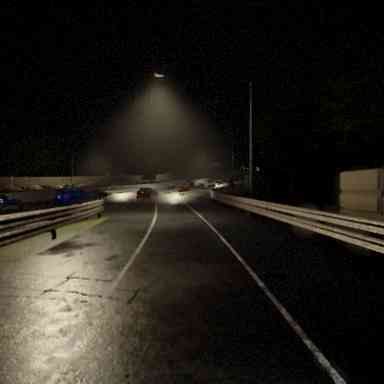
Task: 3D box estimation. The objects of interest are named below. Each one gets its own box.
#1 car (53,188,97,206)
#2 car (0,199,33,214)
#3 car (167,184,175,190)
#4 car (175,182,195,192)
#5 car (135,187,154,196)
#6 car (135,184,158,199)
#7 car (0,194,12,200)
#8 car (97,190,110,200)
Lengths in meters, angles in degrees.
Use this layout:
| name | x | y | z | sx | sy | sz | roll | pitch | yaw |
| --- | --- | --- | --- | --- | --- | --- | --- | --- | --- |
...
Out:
| name | x | y | z | sx | sy | sz | roll | pitch | yaw |
| --- | --- | --- | --- | --- | --- | --- | --- | --- | --- |
| car | -13.902 | 0.561 | 39.094 | 2.150 | 2.045 | 5.566 | 1 | 3 | 14 |
| car | -13.852 | 1.549 | 25.062 | 1.994 | 1.385 | 4.181 | 1 | 3 | 14 |
| car | -5.150 | -1.352 | 87.148 | 2.128 | 1.511 | 4.902 | 1 | 3 | 14 |
| car | -1.533 | -0.740 | 73.063 | 1.882 | 1.535 | 5.008 | 1 | 3 | 14 |
| car | -8.536 | -0.050 | 59.969 | 1.994 | 1.385 | 4.181 | 1 | 3 | 14 |
| car | -6.953 | 0.104 | 52.105 | 2.097 | 1.767 | 4.553 | 1 | 3 | 14 |
| car | -19.092 | 0.979 | 32.882 | 2.097 | 1.767 | 4.553 | 1 | 3 | 14 |
| car | -14.538 | 0.357 | 50.731 | 2.033 | 1.411 | 5.357 | 1 | 3 | 14 |
